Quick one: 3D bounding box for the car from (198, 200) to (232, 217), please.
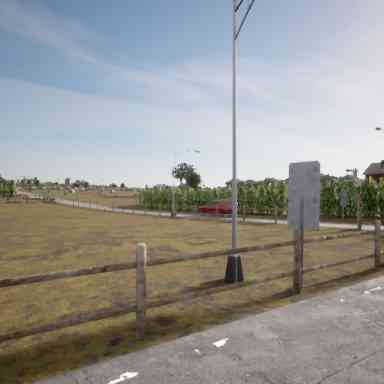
[{"bbox_3d":[3.033,1.992,41.035,2.150,2.045,5.566,3,-3,-35],"label":"car"}]
